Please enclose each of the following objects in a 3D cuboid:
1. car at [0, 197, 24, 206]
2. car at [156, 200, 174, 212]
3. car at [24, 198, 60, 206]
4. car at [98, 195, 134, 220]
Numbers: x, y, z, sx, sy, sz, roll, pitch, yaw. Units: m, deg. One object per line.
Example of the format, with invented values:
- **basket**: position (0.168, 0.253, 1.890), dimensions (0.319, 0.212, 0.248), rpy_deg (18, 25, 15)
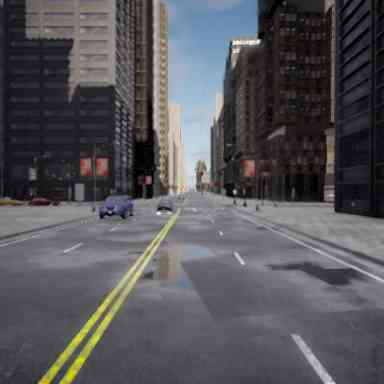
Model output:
- **car**: position (-28.224, 1.496, 51.333), dimensions (4.829, 1.417, 1.752), rpy_deg (0, 0, 0)
- **car**: position (-3.272, 1.668, 41.334), dimensions (2.033, 1.411, 5.357), rpy_deg (0, 0, 1)
- **car**: position (-22.769, 1.560, 51.364), dimensions (4.507, 1.381, 1.887), rpy_deg (0, 0, 0)
- **car**: position (-6.583, 1.312, 29.516), dimensions (2.150, 2.045, 5.566), rpy_deg (0, 0, 0)
